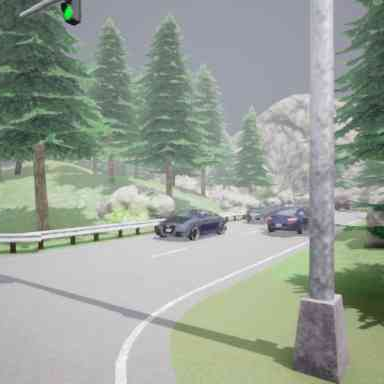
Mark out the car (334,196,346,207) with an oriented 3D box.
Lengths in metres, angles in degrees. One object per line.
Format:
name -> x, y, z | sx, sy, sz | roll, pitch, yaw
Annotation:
car -> 18.351, 1.343, 42.745 | 2.097, 1.767, 4.553 | -1, 0, 2

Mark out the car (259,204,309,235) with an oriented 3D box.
car -> 5.768, 1.592, 18.943 | 1.812, 1.442, 4.674 | 0, -1, 35

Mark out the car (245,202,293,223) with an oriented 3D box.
car -> 5.709, 1.502, 25.147 | 2.128, 1.511, 4.902 | 0, 0, 35

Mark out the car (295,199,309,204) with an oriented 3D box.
car -> 11.309, 1.515, 33.694 | 1.837, 1.490, 4.892 | 0, 0, 28

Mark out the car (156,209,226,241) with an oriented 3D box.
car -> 0.049, 1.575, 16.970 | 1.994, 1.385, 4.181 | 0, 0, 35
